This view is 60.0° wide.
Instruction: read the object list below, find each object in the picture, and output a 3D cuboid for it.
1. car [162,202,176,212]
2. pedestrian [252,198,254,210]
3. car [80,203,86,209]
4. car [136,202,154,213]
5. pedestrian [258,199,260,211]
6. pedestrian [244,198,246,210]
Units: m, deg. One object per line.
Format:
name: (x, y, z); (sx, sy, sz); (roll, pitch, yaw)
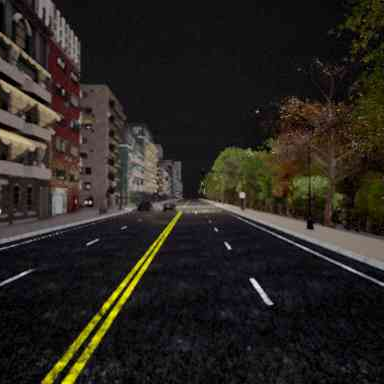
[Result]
car: (-3.253, 2.175, 48.500); (2.033, 1.411, 5.357); (0, -1, 0)
pedestrian: (9.017, 1.781, 49.472); (0.375, 1.860, 0.375); (0, -1, 0)
car: (-22.780, 2.682, 64.484); (4.206, 1.307, 1.802); (-1, 0, -1)
car: (-6.521, 2.080, 46.602); (1.882, 1.535, 5.008); (0, -1, 0)
pedestrian: (10.017, 1.977, 50.070); (0.375, 1.860, 0.375); (0, -1, 0)
pedestrian: (8.017, 1.797, 50.673); (0.375, 1.860, 0.375); (0, -1, 0)
